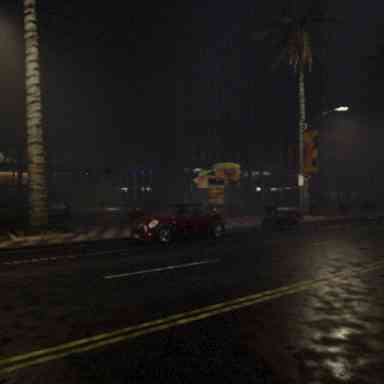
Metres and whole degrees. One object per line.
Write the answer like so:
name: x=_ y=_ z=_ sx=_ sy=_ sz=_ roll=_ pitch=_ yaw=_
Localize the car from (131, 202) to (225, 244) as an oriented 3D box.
car: x=-0.608 y=1.360 z=15.949 sx=4.553 sy=1.767 sz=2.185 roll=0 pitch=0 yaw=-36
